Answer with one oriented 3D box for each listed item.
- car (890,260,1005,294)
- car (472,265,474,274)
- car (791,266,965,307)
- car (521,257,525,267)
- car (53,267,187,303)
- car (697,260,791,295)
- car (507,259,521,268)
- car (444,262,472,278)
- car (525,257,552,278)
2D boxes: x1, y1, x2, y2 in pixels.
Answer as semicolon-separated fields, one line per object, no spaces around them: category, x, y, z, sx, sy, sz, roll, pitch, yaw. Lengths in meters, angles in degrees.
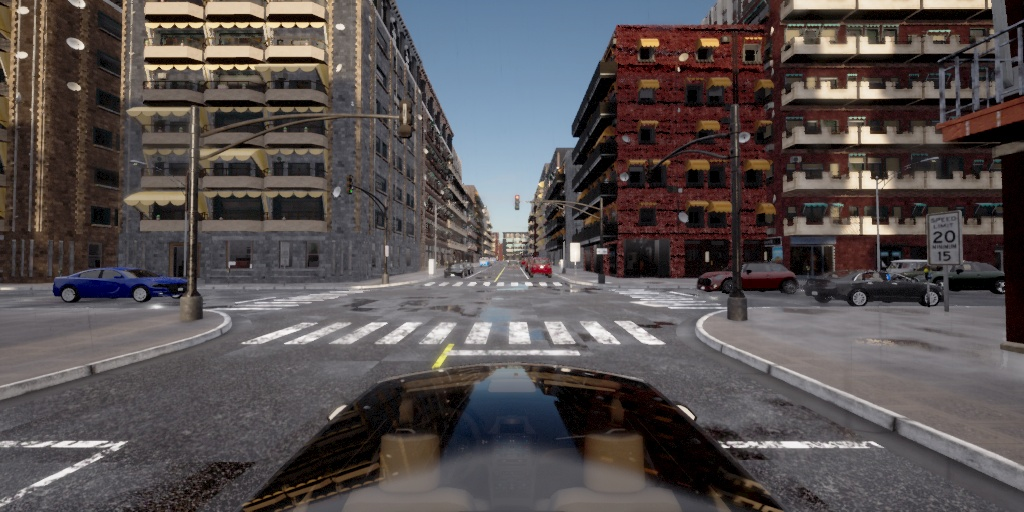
car;23.064;1.079;19.096;4.553;1.767;2.097;0;-1;0
car;-5.250;1.331;39.544;1.948;1.339;4.313;0;0;0
car;13.765;1.185;13.702;4.403;1.370;2.007;0;0;0
car;2.641;1.086;45.138;2.192;1.841;5.009;0;0;0
car;-17.589;1.254;16.320;5.008;1.535;1.882;0;-1;0
car;12.370;1.102;19.079;4.553;1.767;2.097;0;-1;-1
car;0.207;1.314;63.539;2.128;1.511;4.902;0;0;0
car;-5.259;1.328;33.983;1.948;1.339;4.313;0;0;0
car;2.622;1.077;34.015;2.192;1.841;5.009;0;0;0
